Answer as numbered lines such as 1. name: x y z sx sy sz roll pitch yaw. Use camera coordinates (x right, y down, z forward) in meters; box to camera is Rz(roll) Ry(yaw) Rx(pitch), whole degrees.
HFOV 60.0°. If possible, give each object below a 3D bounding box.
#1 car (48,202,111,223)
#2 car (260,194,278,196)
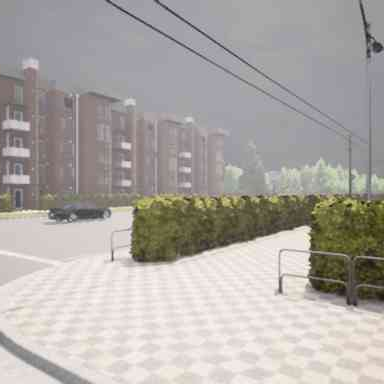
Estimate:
1. car: -8.559 1.490 25.807 1.882 1.535 5.008 0 0 36
2. car: 11.320 1.231 47.257 2.150 2.045 5.566 0 0 37
